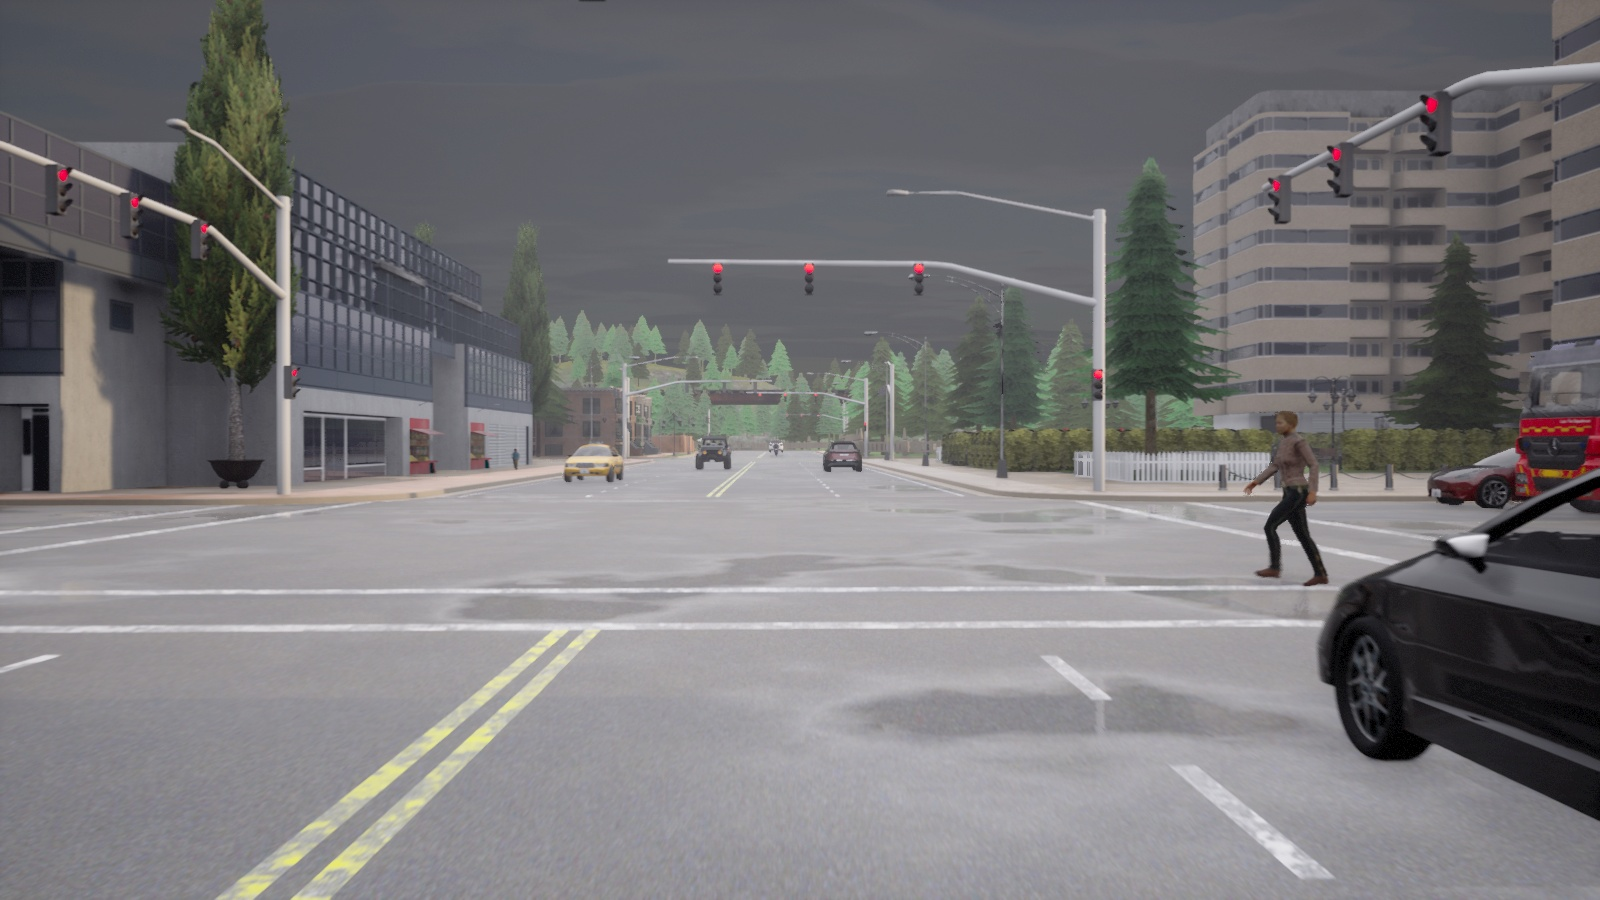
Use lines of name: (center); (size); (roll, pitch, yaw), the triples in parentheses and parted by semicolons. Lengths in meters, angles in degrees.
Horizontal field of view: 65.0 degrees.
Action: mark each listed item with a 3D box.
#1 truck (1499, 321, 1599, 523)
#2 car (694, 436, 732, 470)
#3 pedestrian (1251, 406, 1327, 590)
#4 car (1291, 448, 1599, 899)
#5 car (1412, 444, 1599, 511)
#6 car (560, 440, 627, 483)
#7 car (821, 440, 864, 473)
truck: (19.106, -0.548, 25.307); (8.468, 3.827, 2.891); (0, 0, -1)
car: (-4.871, 0.140, 70.697); (1.905, 1.878, 3.866); (0, 0, -1)
pedestrian: (4.971, 0.477, 12.782); (0.634, 1.846, 0.331); (0, 0, 1)
car: (3.512, 0.737, 4.542); (1.816, 1.474, 4.193); (0, 0, 0)
car: (16.935, 0.598, 28.768); (4.792, 1.488, 2.163); (0, 0, -1)
car: (-7.968, 0.404, 48.833); (1.801, 1.575, 5.366); (0, 0, -1)
car: (2.212, 0.305, 66.251); (2.033, 1.649, 4.856); (0, 0, -1)
